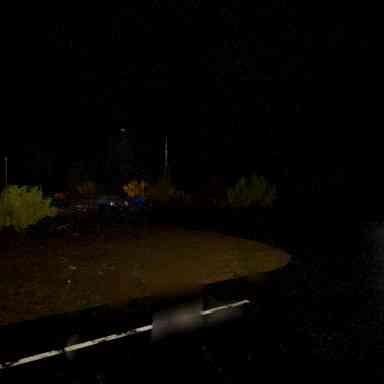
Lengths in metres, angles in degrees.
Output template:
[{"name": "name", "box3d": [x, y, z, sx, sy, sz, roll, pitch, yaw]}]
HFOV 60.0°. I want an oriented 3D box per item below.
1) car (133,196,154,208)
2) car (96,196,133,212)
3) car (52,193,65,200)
[{"name": "car", "box3d": [-6.891, 1.340, 45.396, 1.812, 1.442, 4.674, 0, 0, -37]}, {"name": "car", "box3d": [-8.685, 1.209, 36.186, 2.097, 1.767, 4.553, 0, 0, -37]}, {"name": "car", "box3d": [-31.051, 1.061, 77.236, 1.882, 1.535, 5.008, 0, 0, -37]}]
